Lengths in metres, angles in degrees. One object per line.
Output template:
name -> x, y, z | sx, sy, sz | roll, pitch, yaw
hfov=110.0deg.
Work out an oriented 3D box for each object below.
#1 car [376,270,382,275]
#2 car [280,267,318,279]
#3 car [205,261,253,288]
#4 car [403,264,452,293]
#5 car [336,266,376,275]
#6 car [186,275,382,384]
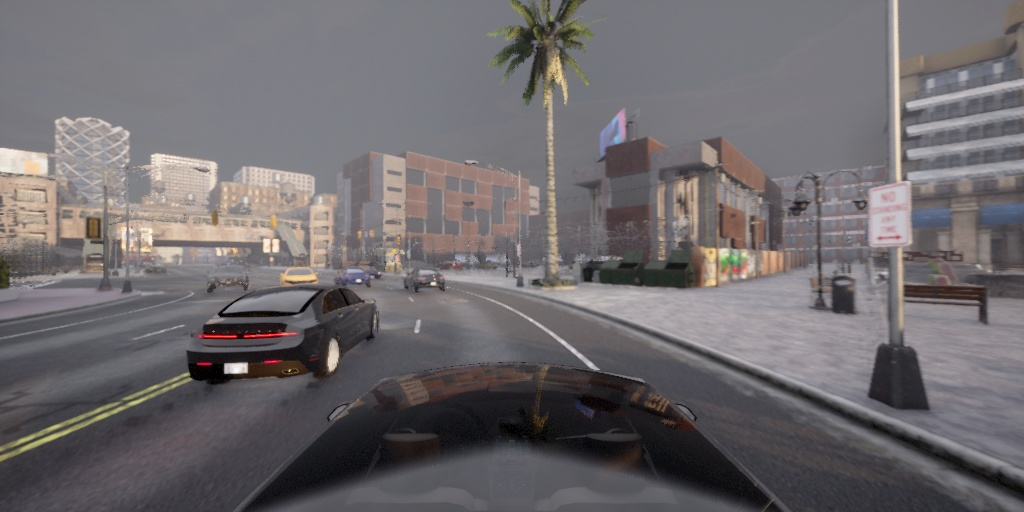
car -> -14.333, 1.650, 34.541 | 1.895, 1.301, 4.718 | 0, 0, -43
car -> -13.898, 1.478, 23.381 | 1.882, 1.535, 5.008 | 0, 0, -34
car -> -16.815, 1.207, 21.433 | 1.837, 1.490, 4.892 | 0, 0, -35
car -> -5.551, 1.440, 22.605 | 1.812, 1.442, 4.674 | 0, 0, -27
car -> -11.504, 1.503, 25.856 | 1.812, 1.442, 4.674 | 0, -1, -33
car -> -4.105, 1.317, 7.324 | 1.837, 1.490, 4.892 | 0, -1, -8
